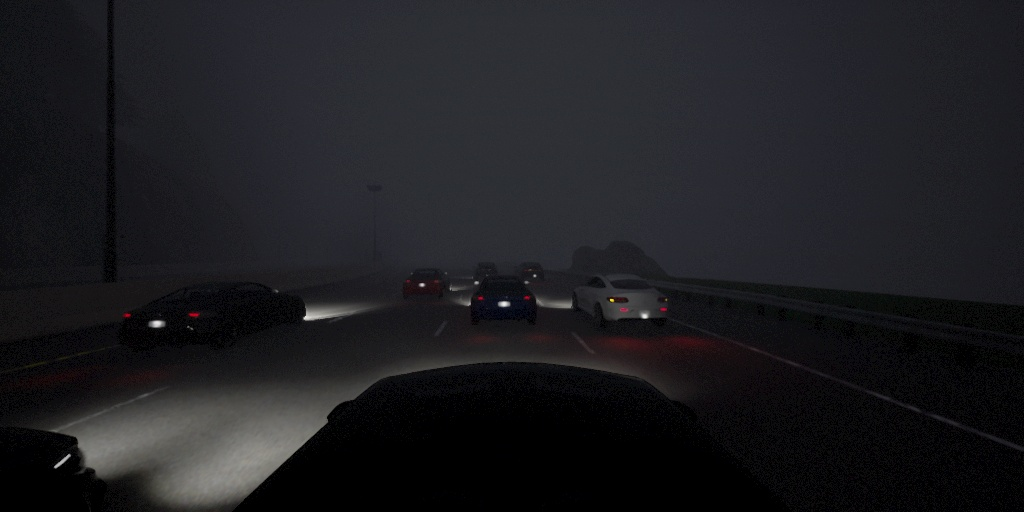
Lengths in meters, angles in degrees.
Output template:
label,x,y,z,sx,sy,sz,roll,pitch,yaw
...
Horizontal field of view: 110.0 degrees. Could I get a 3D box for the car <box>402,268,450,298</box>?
label,x,y,z,sx,sy,sz,roll,pitch,yaw
car,-4.346,1.317,18.626,1.994,1.385,4.181,0,0,-5

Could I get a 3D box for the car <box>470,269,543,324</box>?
label,x,y,z,sx,sy,sz,roll,pitch,yaw
car,-0.327,1.311,11.978,1.994,1.385,4.181,0,0,-3

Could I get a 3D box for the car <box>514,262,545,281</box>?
label,x,y,z,sx,sy,sz,roll,pitch,yaw
car,1.391,1.241,29.408,1.837,1.490,4.892,0,0,-8

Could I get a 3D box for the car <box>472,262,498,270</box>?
label,x,y,z,sx,sy,sz,roll,pitch,yaw
car,-2.218,1.249,29.874,1.837,1.490,4.892,0,0,-9

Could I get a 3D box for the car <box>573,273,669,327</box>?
label,x,y,z,sx,sy,sz,roll,pitch,yaw
car,3.219,1.265,11.324,1.812,1.442,4.674,0,0,-3

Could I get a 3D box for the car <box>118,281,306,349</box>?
label,x,y,z,sx,sy,sz,roll,pitch,yaw
car,-7.177,1.328,9.166,1.994,1.385,4.181,0,0,-2

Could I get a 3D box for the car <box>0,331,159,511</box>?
label,x,y,z,sx,sy,sz,roll,pitch,yaw
car,-3.478,1.284,0.252,1.812,1.442,4.674,0,0,0
